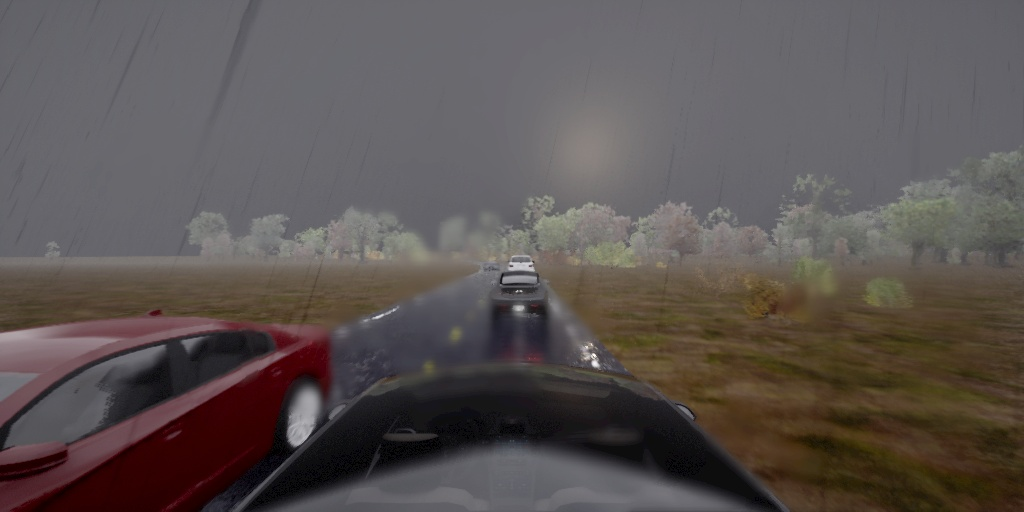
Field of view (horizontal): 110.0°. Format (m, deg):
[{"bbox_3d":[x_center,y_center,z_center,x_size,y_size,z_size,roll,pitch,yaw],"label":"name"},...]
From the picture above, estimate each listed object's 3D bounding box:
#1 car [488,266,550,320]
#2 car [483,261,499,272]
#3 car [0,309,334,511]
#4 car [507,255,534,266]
[{"bbox_3d":[0.285,1.256,12.561,1.837,1.490,4.892,0,0,1],"label":"car"},{"bbox_3d":[-2.572,1.313,45.635,1.994,1.385,4.181,0,0,-2],"label":"car"},{"bbox_3d":[-3.069,1.225,2.245,1.882,1.535,5.008,0,0,0],"label":"car"},{"bbox_3d":[0.766,0.973,31.783,2.150,2.045,5.566,0,0,1],"label":"car"}]
